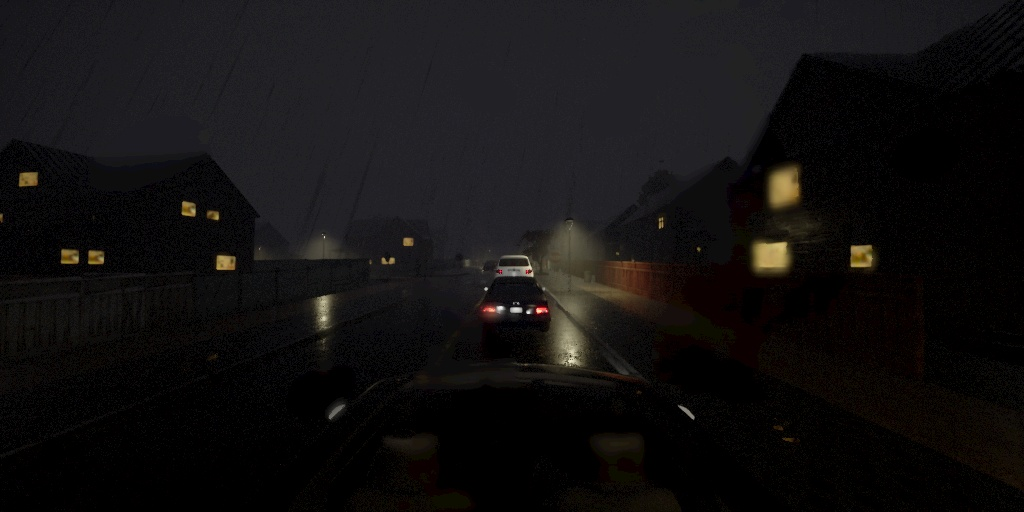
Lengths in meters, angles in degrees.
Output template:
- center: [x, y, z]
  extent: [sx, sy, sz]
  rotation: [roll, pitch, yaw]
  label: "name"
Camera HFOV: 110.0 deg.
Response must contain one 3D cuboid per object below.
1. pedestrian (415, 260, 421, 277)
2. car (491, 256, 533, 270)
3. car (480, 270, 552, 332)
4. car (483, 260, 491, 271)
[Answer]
- center: [-9.943, 1.253, 37.884]
  extent: [0.375, 1.860, 0.375]
  rotation: [0, -2, 5]
  label: "pedestrian"
- center: [0.066, 0.999, 21.349]
  extent: [2.150, 2.045, 5.566]
  rotation: [0, 0, -1]
  label: "car"
- center: [0.092, 1.305, 10.809]
  extent: [2.033, 1.411, 5.357]
  rotation: [0, 0, 0]
  label: "car"
- center: [-2.882, 1.350, 49.185]
  extent: [1.882, 1.535, 5.008]
  rotation: [0, 0, 0]
  label: "car"
